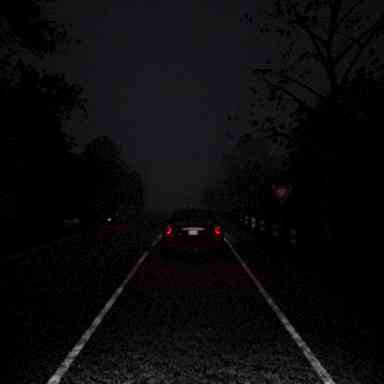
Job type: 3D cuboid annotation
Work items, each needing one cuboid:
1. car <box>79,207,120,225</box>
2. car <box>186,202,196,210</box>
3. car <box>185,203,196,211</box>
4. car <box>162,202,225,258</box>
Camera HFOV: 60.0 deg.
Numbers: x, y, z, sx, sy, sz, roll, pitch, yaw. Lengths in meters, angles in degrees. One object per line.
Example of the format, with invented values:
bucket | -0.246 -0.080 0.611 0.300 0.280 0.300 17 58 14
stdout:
car | -7.808 1.872 27.360 1.895 1.301 4.718 -4 1 -40
car | -0.280 3.065 75.500 2.097 1.767 4.553 0 -2 0
car | -0.242 2.939 65.334 2.128 1.511 4.902 0 -2 0
car | 0.043 1.351 12.855 2.097 1.767 4.553 0 -1 0
